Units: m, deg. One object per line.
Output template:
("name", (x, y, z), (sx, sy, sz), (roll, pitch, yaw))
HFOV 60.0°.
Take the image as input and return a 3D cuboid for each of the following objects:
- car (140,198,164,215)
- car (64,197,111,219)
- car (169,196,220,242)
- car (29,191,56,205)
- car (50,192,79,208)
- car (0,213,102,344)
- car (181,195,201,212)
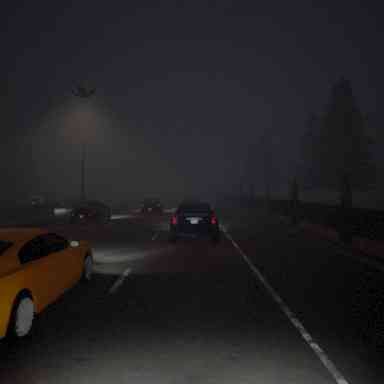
("car", (-3.600, 1.245, 30.162), (1.812, 1.442, 4.674), (0, 1, -2))
("car", (-6.946, 1.310, 23.104), (1.812, 1.442, 4.674), (0, 1, -1))
("car", (0.099, 1.206, 15.581), (2.097, 1.767, 4.553), (0, 1, 0))
("car", (-18.054, 0.849, 40.348), (2.150, 2.045, 5.566), (0, 0, -1))
("car", (-14.531, 1.125, 39.635), (2.128, 1.511, 4.902), (0, 0, -1))
("car", (-3.400, 1.418, 6.322), (1.882, 1.535, 5.008), (0, 1, 0))
("car", (-0.197, 1.159, 34.193), (1.882, 1.535, 5.008), (0, 1, -2))
